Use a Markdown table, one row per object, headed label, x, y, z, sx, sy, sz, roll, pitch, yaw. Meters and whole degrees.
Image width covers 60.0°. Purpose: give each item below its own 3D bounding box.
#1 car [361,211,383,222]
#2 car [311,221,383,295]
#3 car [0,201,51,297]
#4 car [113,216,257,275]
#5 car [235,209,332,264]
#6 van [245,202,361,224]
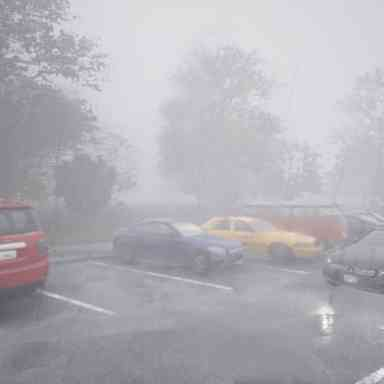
| label | x | y | z | sx | sy | sz | roll | pitch | yaw |
| --- | --- | --- | --- | --- | --- | --- | --- | --- | --- |
| car | 6.768 | 1.707 | 15.821 | 4.674 | 1.452 | 2.002 | -1 | -1 | 35 |
| car | 5.322 | 1.635 | 8.480 | 4.674 | 1.442 | 1.812 | 1 | 0 | -35 |
| car | -5.447 | 1.230 | 7.355 | 5.566 | 2.045 | 2.435 | -1 | -1 | 34 |
| car | -0.566 | 1.593 | 10.762 | 4.674 | 1.452 | 2.002 | -1 | -2 | 35 |
| car | 2.025 | 1.585 | 12.352 | 5.366 | 1.575 | 1.946 | -1 | -2 | 35 |
| van | 4.415 | 1.401 | 14.085 | 4.442 | 1.987 | 1.878 | -1 | -2 | 35 |
